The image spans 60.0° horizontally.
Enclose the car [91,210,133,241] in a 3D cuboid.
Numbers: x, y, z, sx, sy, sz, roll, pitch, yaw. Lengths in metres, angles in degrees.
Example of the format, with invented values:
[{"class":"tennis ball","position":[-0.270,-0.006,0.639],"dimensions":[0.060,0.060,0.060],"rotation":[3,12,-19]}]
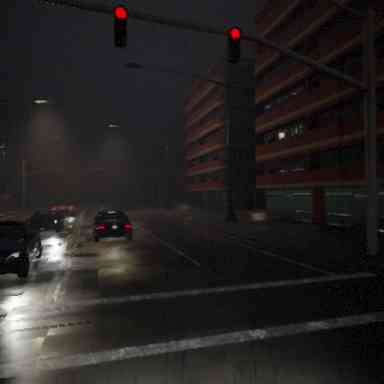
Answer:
[{"class":"car","position":[-4.295,1.692,17.720],"dimensions":[2.033,1.411,5.357],"rotation":[-1,0,-17]}]

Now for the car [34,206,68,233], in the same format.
[{"class":"car","position":[-9.276,1.836,21.269],"dimensions":[1.895,1.301,4.718],"rotation":[-1,0,-17]}]

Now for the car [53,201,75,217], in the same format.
[{"class":"car","position":[-13.812,1.723,35.984],"dimensions":[2.097,1.767,4.553],"rotation":[-1,0,-17]}]

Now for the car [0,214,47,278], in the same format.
[{"class":"car","position":[-5.884,1.661,10.419],"dimensions":[1.812,1.442,4.674],"rotation":[-1,0,-18]}]
